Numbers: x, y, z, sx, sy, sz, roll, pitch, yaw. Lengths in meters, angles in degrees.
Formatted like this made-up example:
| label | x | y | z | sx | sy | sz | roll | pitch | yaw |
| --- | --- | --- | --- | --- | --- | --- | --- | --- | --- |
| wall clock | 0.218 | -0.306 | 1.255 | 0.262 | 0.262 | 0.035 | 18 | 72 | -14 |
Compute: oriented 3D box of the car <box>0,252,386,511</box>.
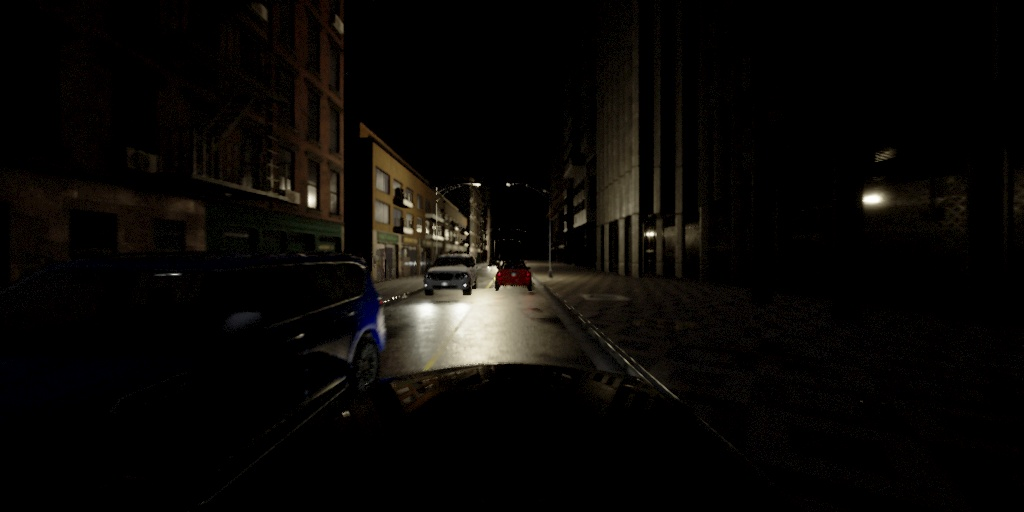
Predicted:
| label | x | y | z | sx | sy | sz | roll | pitch | yaw |
| --- | --- | --- | --- | --- | --- | --- | --- | --- | --- |
| car | -3.056 | 0.968 | 3.437 | 2.150 | 2.045 | 5.566 | 0 | 0 | 0 |

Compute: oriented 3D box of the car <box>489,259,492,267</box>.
| label | x | y | z | sx | sy | sz | roll | pitch | yaw |
| --- | --- | --- | --- | --- | --- | --- | --- | --- | --- |
| car | -2.999 | 1.155 | 61.906 | 1.837 | 1.490 | 4.892 | 0 | 0 | 0 |

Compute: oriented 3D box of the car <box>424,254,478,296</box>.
| label | x | y | z | sx | sy | sz | roll | pitch | yaw |
| --- | --- | --- | --- | --- | --- | --- | --- | --- | --- |
| car | -3.099 | 0.917 | 19.215 | 2.150 | 2.045 | 5.566 | 0 | 0 | 0 |

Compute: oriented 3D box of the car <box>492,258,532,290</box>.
| label | x | y | z | sx | sy | sz | roll | pitch | yaw |
| --- | --- | --- | --- | --- | --- | --- | --- | --- | --- |
| car | 0.097 | 1.038 | 21.862 | 2.097 | 1.767 | 4.553 | 0 | 0 | 0 |
